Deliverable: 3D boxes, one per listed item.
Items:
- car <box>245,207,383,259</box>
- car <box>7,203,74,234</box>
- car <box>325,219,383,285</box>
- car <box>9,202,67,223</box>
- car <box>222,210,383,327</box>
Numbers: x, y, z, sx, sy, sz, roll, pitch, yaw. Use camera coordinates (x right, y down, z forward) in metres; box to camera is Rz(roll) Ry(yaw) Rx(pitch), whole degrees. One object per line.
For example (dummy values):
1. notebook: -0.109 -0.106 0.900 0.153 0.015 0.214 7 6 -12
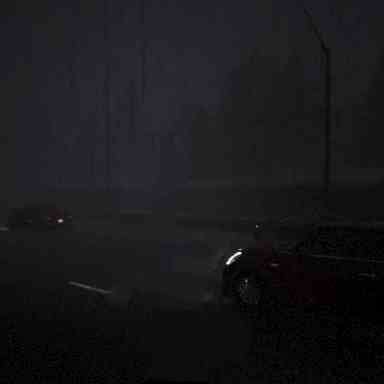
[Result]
1. car: 4.855 1.476 13.425 4.902 1.511 2.128 0 0 35
2. car: -8.563 1.489 18.696 4.181 1.385 1.994 0 0 35
3. car: 5.810 1.564 8.446 4.181 1.385 1.994 0 0 35
4. car: -11.709 1.498 25.235 4.718 1.301 1.895 0 0 35
5. car: 2.831 1.347 6.271 4.553 1.767 2.097 0 0 35
